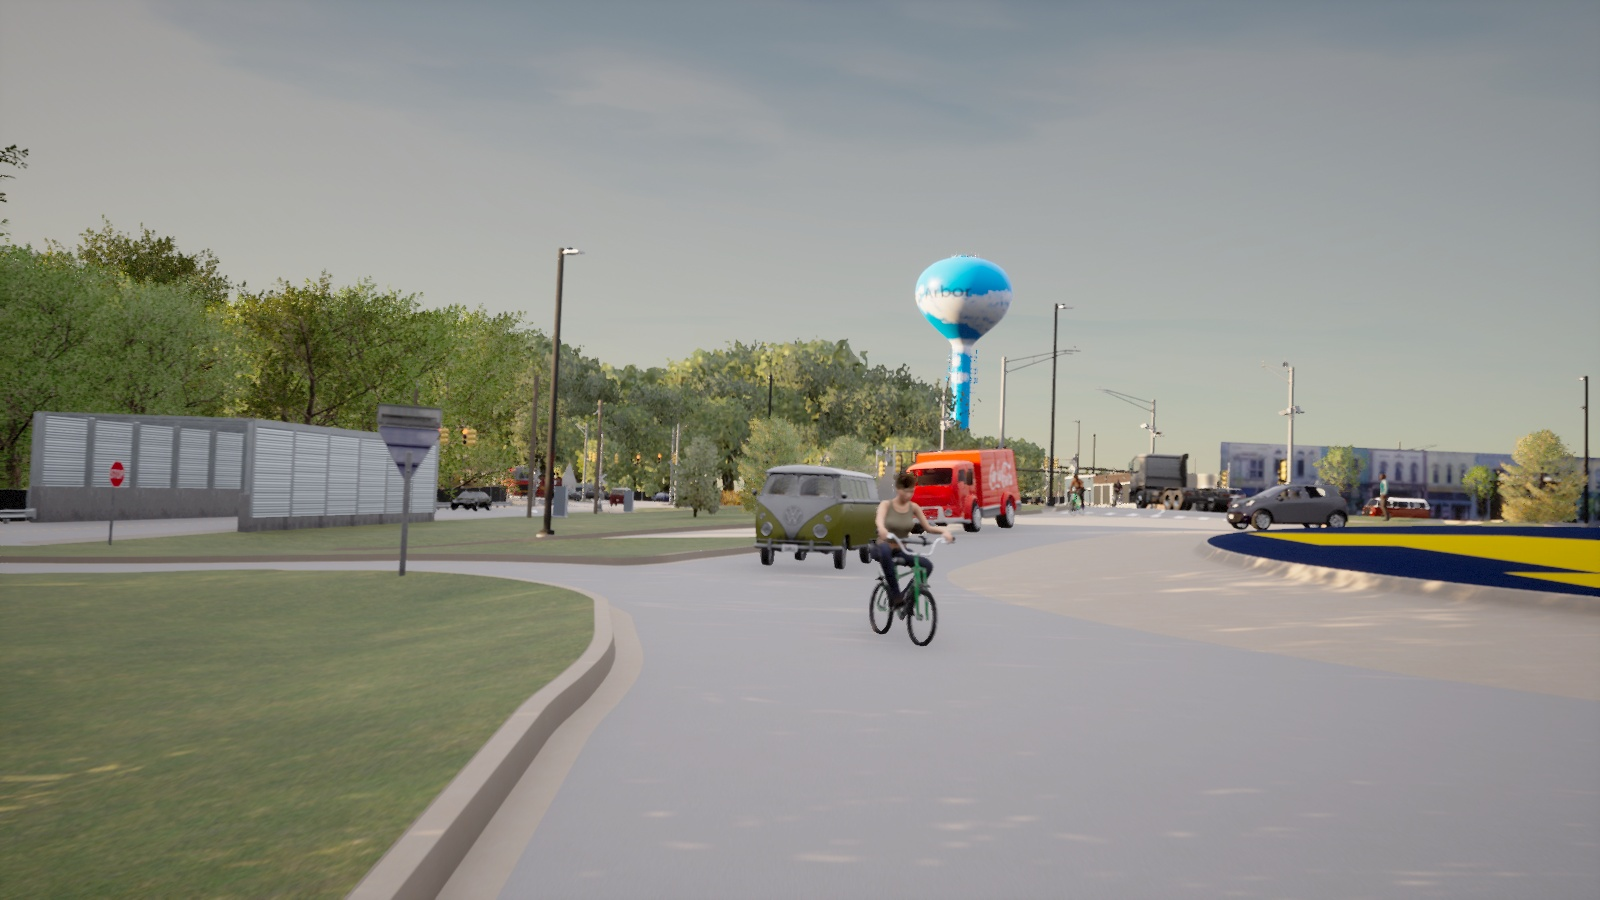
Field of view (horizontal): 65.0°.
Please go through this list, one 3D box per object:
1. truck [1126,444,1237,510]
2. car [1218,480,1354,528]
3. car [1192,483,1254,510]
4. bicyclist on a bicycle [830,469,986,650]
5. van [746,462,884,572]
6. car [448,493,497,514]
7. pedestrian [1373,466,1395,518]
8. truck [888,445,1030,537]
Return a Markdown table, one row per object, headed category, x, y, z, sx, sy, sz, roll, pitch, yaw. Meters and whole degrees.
| category | x | y | z | sx | sy | sz | roll | pitch | yaw |
| --- | --- | --- | --- | --- | --- | --- | --- | --- | --- |
| truck | 21.686 | 1.608 | 71.898 | 2.891 | 3.462 | 7.936 | 2 | -3 | -8 |
| car | 15.663 | 1.751 | 40.537 | 3.633 | 1.501 | 1.845 | 1 | -3 | -7 |
| car | 24.649 | 2.720 | 73.289 | 1.970 | 1.475 | 3.806 | 2 | -3 | -6 |
| bicyclist on a bicycle | 1.012 | 1.023 | 12.154 | 0.866 | 1.612 | 1.509 | 5 | -3 | -20 |
| van | 0.412 | 1.342 | 25.545 | 1.775 | 1.987 | 4.442 | 1 | -2 | 14 |
| car | -24.806 | 4.048 | 95.268 | 2.163 | 1.488 | 4.792 | 1 | -2 | 4 |
| pedestrian | 22.299 | 1.605 | 47.946 | 0.692 | 1.930 | 0.396 | 1 | -3 | 7 |
| truck | 5.028 | 1.218 | 39.018 | 2.627 | 2.467 | 5.204 | -4 | 0 | 27 |
